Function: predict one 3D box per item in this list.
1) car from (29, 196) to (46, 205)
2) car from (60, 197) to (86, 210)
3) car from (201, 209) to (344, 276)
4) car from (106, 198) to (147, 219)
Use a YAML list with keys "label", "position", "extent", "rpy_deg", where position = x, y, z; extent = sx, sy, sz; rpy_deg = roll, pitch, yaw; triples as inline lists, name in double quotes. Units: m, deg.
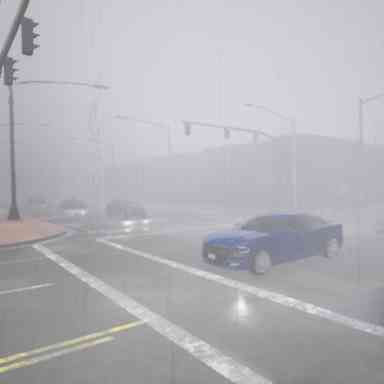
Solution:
- label: "car"
  position: [-25.619, 1.315, 54.981]
  extent: [2.033, 1.411, 5.357]
  rpy_deg: [-2, 1, -36]
- label: "car"
  position: [-13.678, 1.324, 38.200]
  extent: [1.994, 1.385, 4.181]
  rpy_deg: [-2, 1, -36]
- label: "car"
  position: [2.533, 1.321, 9.980]
  extent: [5.008, 1.535, 1.882]
  rpy_deg: [-2, 1, -36]
- label: "car"
  position: [-5.373, 1.263, 26.640]
  extent: [1.837, 1.490, 4.892]
  rpy_deg: [-2, 1, -36]
